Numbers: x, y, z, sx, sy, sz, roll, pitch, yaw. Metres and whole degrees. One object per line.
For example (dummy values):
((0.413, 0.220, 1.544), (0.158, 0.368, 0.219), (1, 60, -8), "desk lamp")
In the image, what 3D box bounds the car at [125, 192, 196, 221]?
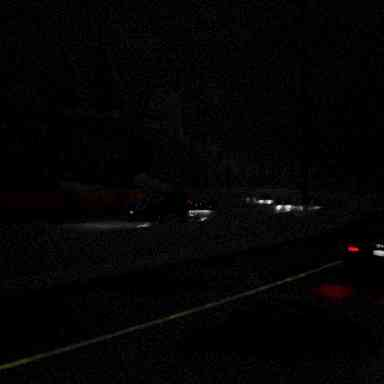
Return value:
((-2.500, 1.038, 25.759), (2.150, 2.045, 5.566), (0, 1, 41), "car")

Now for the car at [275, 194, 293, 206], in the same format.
((12.001, 1.008, 43.129), (1.994, 1.385, 4.181), (-1, 1, 21), "car")

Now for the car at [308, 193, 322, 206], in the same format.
((14.734, 0.930, 40.568), (1.837, 1.490, 4.892), (0, 0, 22), "car")

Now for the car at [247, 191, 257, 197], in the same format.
((14.032, 0.514, 77.906), (1.812, 1.442, 4.674), (-1, 1, 14), "car")

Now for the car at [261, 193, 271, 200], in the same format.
((14.096, 0.837, 63.282), (1.895, 1.301, 4.718), (-1, 1, 14), "car")

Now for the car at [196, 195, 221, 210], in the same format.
((1.637, 1.156, 37.539), (1.837, 1.490, 4.892), (0, 1, 29), "car")

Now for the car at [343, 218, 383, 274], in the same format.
((6.032, 1.377, 9.185), (5.357, 1.411, 2.033), (-1, 1, -44), "car")
